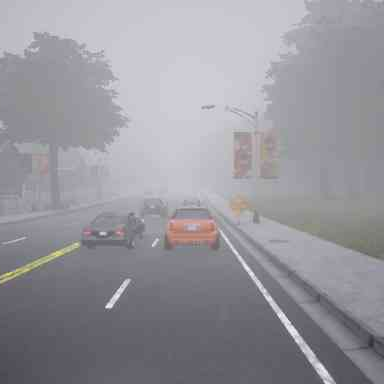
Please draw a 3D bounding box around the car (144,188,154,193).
[{"bbox_3d":[-9.750,-0.100,75.979,1.882,1.535,5.008,0,2,0],"label":"car"}]

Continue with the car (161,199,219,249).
[{"bbox_3d":[0.000,1.363,14.619,2.097,1.767,4.553,0,0,0],"label":"car"}]

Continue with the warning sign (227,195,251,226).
[{"bbox_3d":[2.842,1.095,20.215,1.300,1.860,1.060,0,0,0],"label":"warning sign"}]

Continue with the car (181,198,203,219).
[{"bbox_3d":[0.000,1.395,29.641,1.837,1.490,4.892,0,1,0],"label":"car"}]

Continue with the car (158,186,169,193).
[{"bbox_3d":[-6.500,-0.352,75.940,2.150,2.045,5.566,0,2,0],"label":"car"}]

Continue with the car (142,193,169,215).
[{"bbox_3d":[-3.250,1.245,29.608,2.097,1.767,4.553,0,1,0],"label":"car"}]

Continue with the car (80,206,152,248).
[{"bbox_3d":[-3.250,1.561,14.649,2.033,1.411,5.357,0,0,0],"label":"car"}]
